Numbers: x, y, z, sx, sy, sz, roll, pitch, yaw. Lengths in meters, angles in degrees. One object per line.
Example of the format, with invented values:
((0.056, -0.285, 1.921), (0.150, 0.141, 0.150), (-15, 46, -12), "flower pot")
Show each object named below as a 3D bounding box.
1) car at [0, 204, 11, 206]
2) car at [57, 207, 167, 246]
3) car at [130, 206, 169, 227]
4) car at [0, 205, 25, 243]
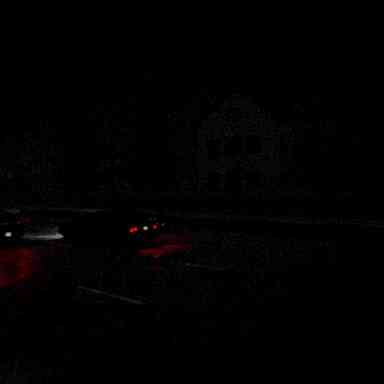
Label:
((-17.026, 1.665, 29.013), (4.718, 1.301, 1.895), (0, 0, 36), "car")
((-3.983, 1.573, 15.407), (5.357, 1.411, 2.033), (0, 0, 36), "car")
((-3.430, 1.555, 19.319), (4.674, 1.442, 1.812), (0, 0, 36), "car")
((-9.500, 1.525, 15.053), (4.902, 1.511, 2.128), (0, 0, 36), "car")
